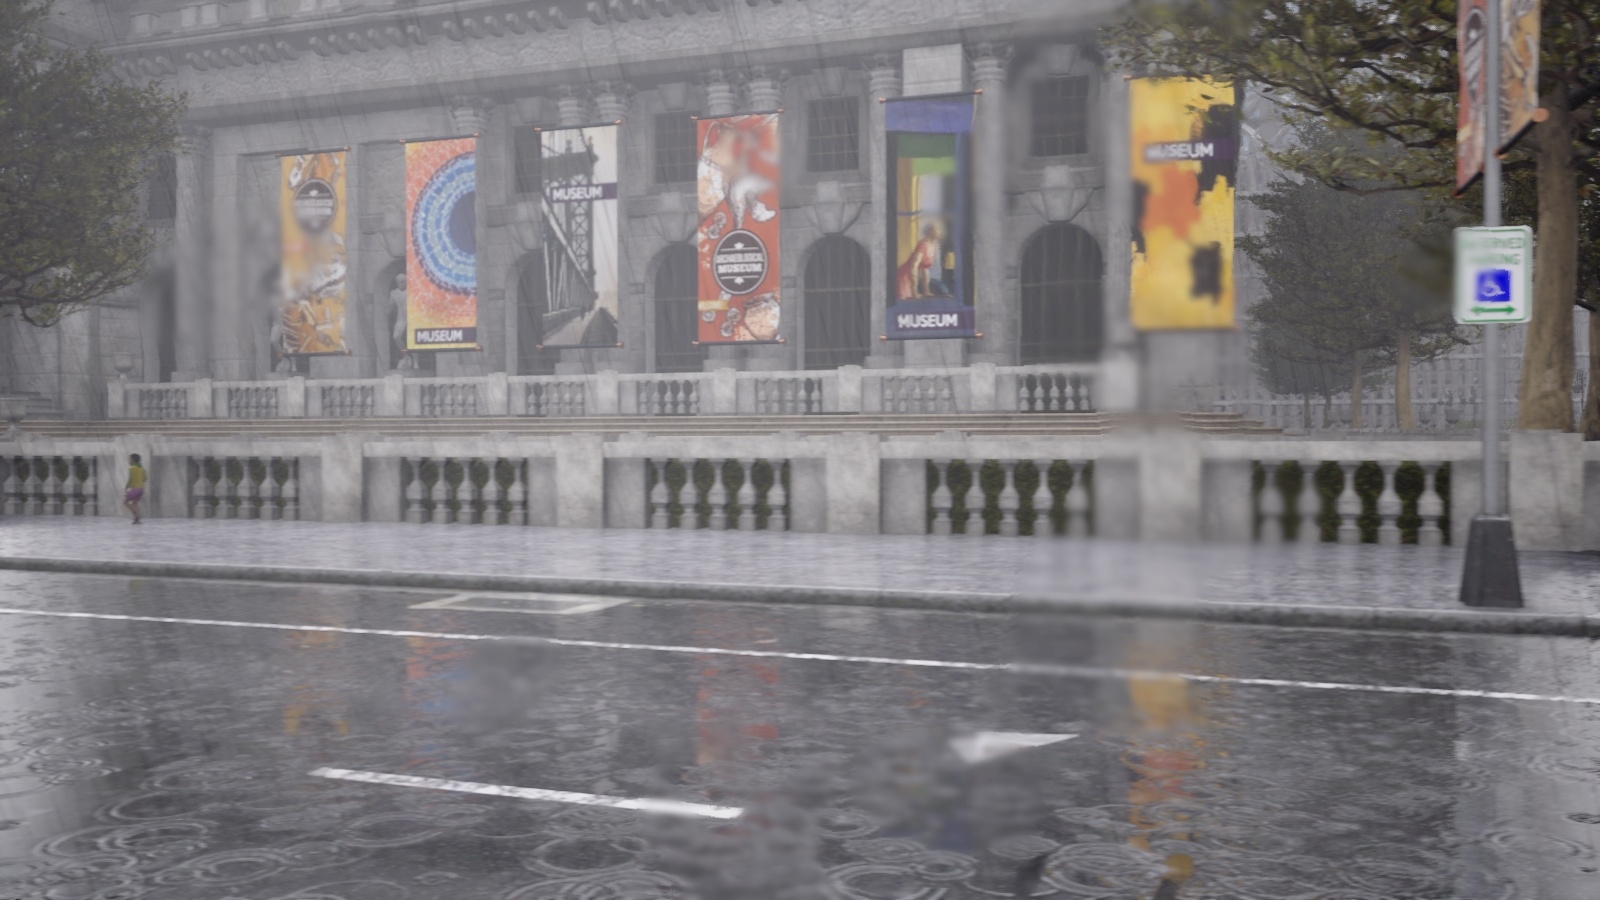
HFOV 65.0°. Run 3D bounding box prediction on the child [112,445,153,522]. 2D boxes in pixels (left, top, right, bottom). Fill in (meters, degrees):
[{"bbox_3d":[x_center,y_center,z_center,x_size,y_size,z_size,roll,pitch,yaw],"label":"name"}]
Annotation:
[{"bbox_3d":[-10.330,0.513,19.429,0.473,1.160,0.299,0,1,11],"label":"child"}]
